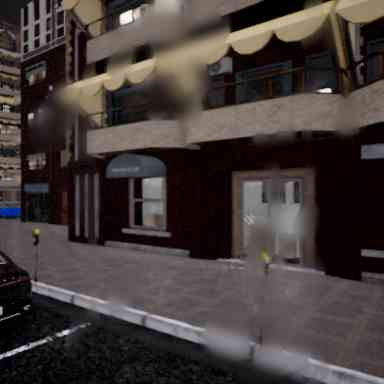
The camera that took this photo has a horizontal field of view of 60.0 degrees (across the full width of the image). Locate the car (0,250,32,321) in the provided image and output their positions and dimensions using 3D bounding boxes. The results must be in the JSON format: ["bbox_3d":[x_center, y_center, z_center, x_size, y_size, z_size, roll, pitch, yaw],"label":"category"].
[{"bbox_3d":[-4.738,1.588,6.254,4.403,1.369,2.008,0,0,36],"label":"car"}]

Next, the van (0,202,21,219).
[{"bbox_3d":[-19.001,1.885,33.920,1.690,1.788,3.998,-2,-2,35],"label":"van"}]
